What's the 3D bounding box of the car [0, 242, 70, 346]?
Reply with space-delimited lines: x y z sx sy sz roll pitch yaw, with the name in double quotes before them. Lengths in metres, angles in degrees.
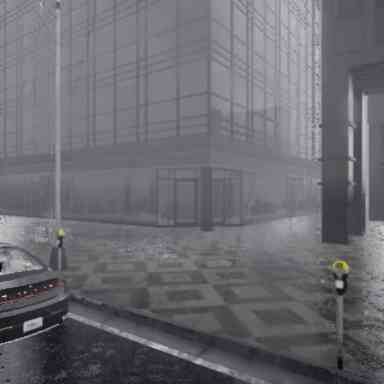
"car" -3.922 1.554 5.761 4.403 1.369 2.008 0 0 36
